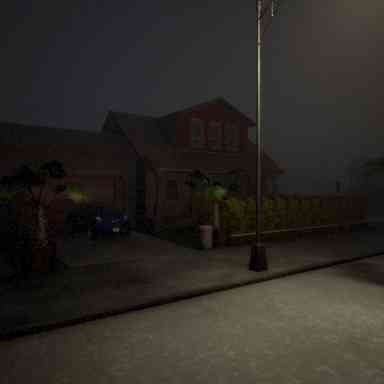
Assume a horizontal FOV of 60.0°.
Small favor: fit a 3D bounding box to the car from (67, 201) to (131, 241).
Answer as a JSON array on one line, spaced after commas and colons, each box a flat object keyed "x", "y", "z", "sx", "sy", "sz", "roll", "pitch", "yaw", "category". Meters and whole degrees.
[{"x": -4.112, "y": 1.174, "z": 14.537, "sx": 1.845, "sy": 1.501, "sz": 3.633, "roll": 0, "pitch": 0, "yaw": -38, "category": "car"}]
